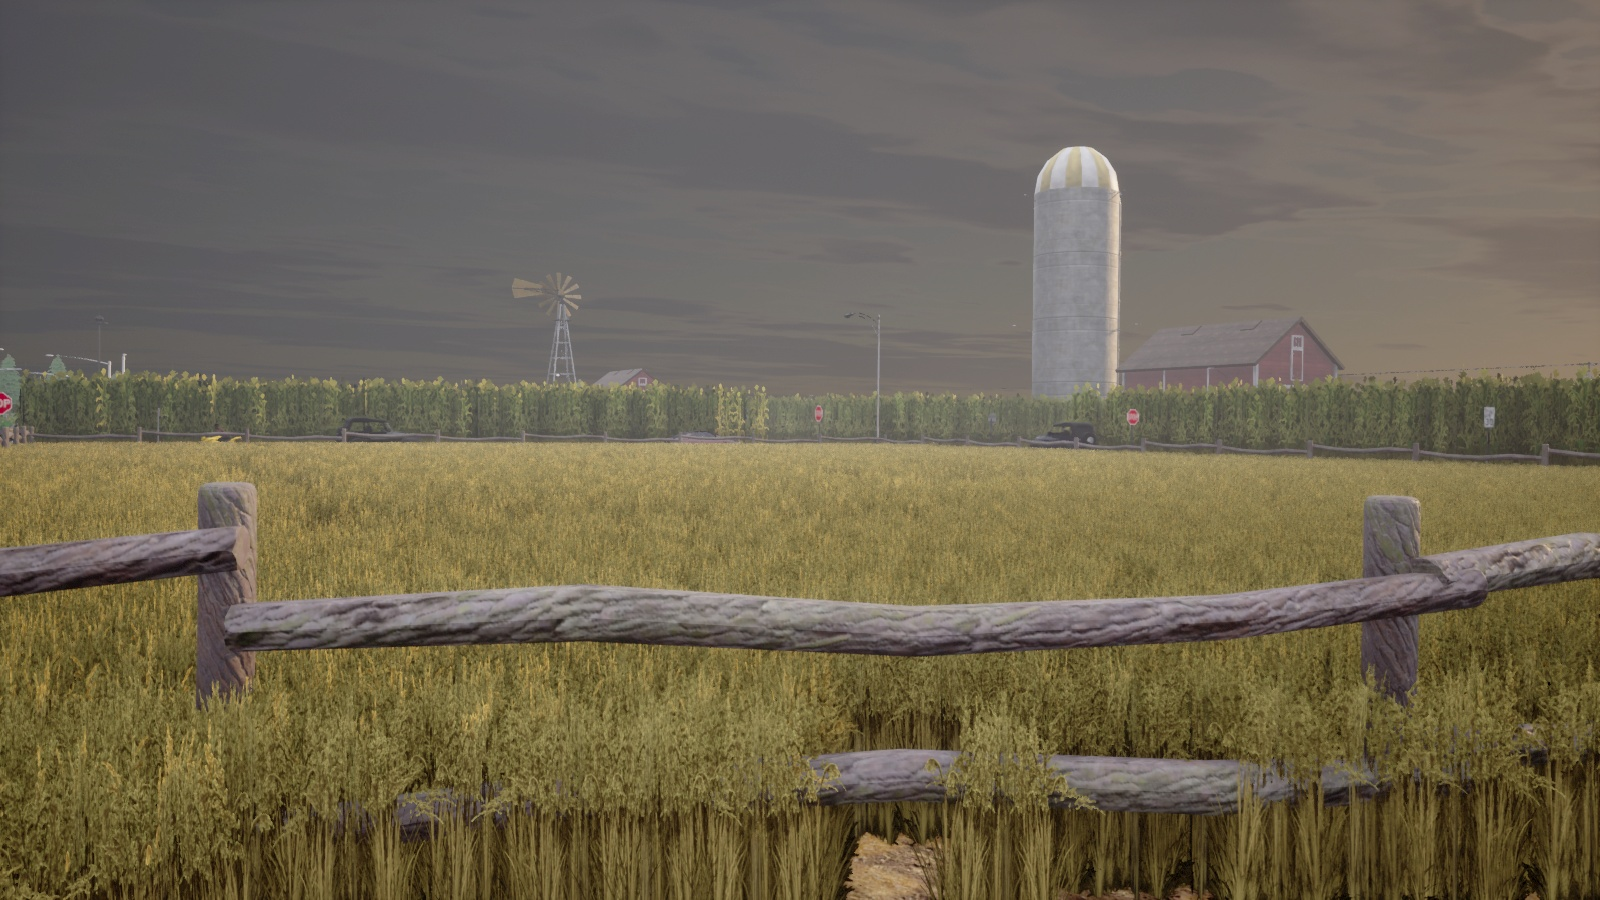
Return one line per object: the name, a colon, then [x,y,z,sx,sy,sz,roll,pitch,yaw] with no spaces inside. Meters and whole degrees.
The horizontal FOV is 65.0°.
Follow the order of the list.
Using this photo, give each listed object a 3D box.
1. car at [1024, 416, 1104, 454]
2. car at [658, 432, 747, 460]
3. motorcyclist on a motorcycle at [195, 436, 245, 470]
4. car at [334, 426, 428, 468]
car: [13.326,-0.775,63.561,1.905,1.878,3.866,-1,2,-27]
car: [-5.139,-0.231,66.330,4.181,1.385,1.994,-2,1,-27]
motorcyclist on a motorcycle: [-26.984,0.122,58.385,2.044,1.523,0.797,-1,1,-28]
car: [-19.609,-0.152,58.748,3.866,1.878,1.905,-1,1,-28]
